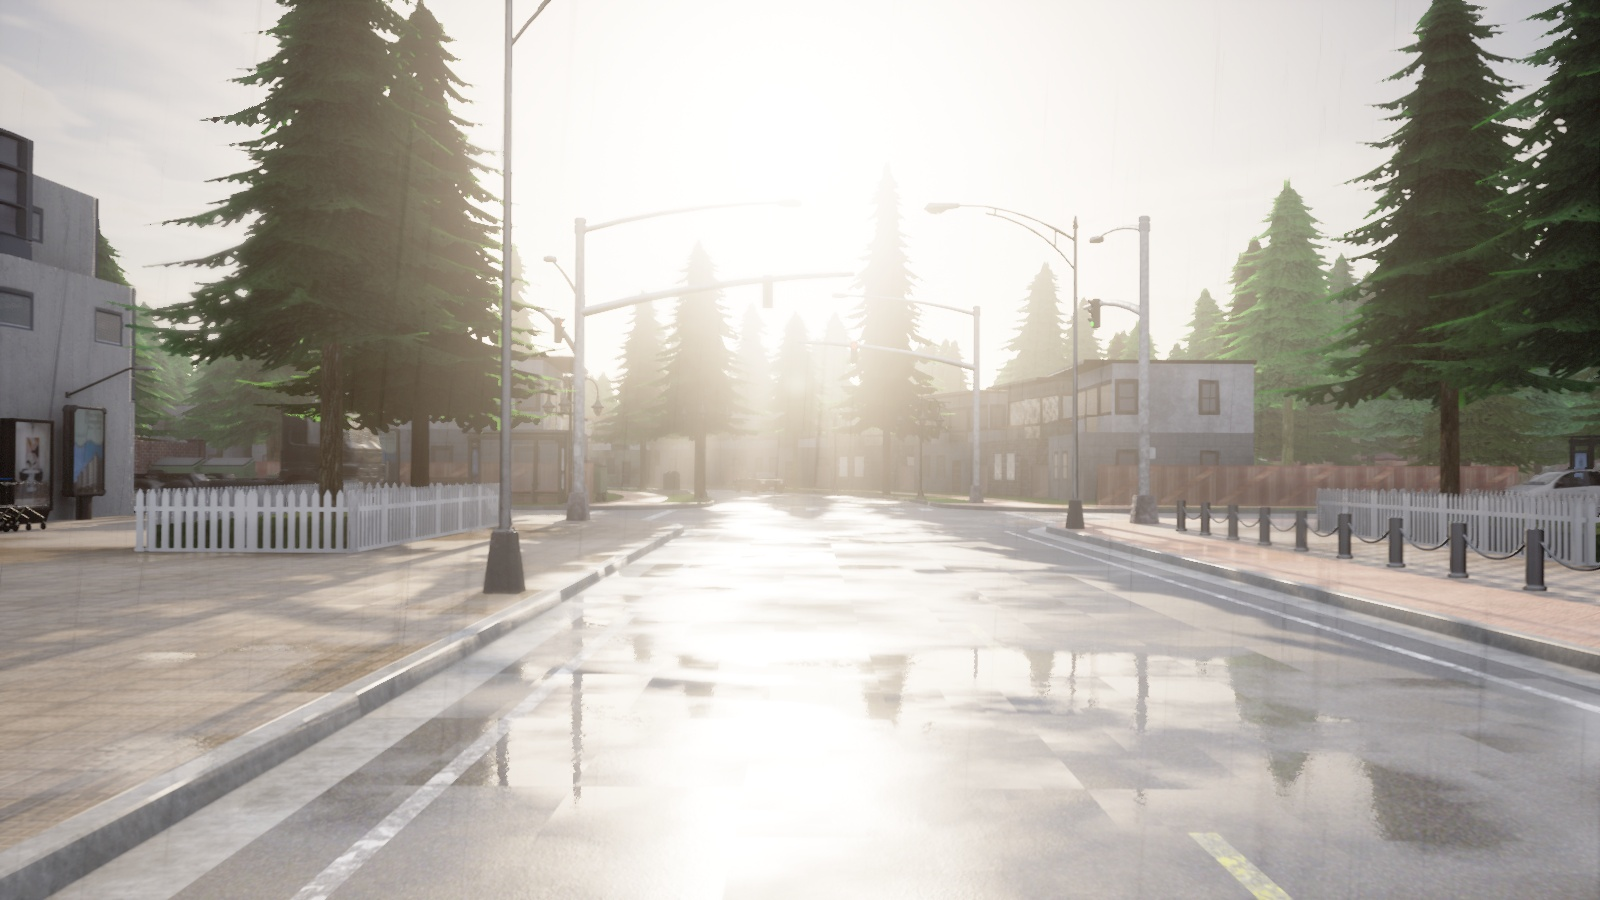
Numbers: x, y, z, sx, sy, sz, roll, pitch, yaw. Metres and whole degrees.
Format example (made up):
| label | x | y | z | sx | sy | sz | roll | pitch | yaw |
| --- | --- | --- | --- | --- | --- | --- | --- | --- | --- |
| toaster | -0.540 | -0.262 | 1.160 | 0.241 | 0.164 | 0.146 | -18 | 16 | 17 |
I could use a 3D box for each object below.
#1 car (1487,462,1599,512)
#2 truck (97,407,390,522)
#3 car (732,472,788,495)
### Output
| label | x | y | z | sx | sy | sz | roll | pitch | yaw |
| --- | --- | --- | --- | --- | --- | --- | --- | --- | --- |
| car | 25.383 | 1.208 | 41.783 | 3.988 | 1.617 | 1.851 | 0 | -1 | 2 |
| truck | -17.323 | 0.465 | 39.452 | 7.936 | 3.462 | 2.891 | 0 | -1 | 2 |
| car | -2.494 | 2.016 | 76.659 | 1.895 | 1.301 | 4.718 | 0 | -1 | -22 |
